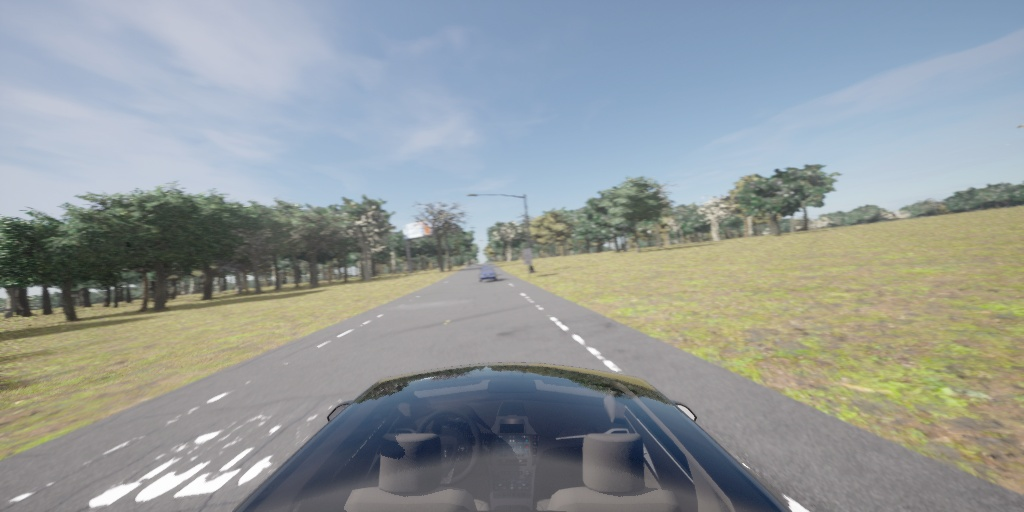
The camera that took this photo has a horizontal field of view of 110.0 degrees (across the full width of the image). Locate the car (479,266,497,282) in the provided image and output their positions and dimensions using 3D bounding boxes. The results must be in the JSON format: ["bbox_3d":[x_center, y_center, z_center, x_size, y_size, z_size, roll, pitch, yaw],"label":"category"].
[{"bbox_3d":[-2.587,1.980,38.658,2.033,1.411,5.357,-5,-1,-4],"label":"car"}]
